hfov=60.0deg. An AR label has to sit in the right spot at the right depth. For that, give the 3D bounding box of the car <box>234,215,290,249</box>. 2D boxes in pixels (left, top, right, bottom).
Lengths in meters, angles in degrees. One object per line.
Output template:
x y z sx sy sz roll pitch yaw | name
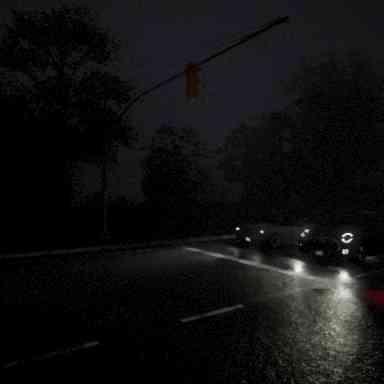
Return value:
4.221 1.762 15.624 4.718 1.301 1.895 1 -1 -36 | car

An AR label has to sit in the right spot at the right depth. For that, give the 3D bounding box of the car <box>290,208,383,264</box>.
6.095 1.510 12.598 4.553 1.767 2.097 1 -1 -37 | car

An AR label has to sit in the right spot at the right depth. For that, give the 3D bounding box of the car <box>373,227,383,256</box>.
7.343 1.692 8.999 5.357 1.411 2.033 1 -1 -36 | car

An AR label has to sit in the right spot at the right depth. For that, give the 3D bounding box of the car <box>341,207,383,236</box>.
11.780 1.774 21.082 4.902 1.511 2.128 1 -1 -36 | car
